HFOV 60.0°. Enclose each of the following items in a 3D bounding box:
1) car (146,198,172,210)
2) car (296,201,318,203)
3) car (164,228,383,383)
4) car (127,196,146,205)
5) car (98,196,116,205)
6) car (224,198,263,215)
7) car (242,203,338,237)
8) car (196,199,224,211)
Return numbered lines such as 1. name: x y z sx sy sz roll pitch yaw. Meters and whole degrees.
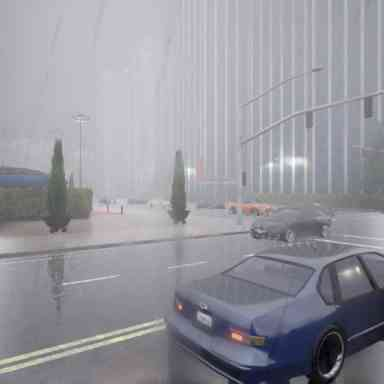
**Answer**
1. car: -3.897 1.525 44.141 1.812 1.442 4.674 0 0 -36
2. car: 10.715 1.526 29.968 1.812 1.442 4.674 0 0 -36
3. car: 2.203 1.547 5.375 5.357 1.411 2.033 0 0 -35
4. car: -9.571 1.477 57.988 1.882 1.535 5.008 0 0 -35
5. car: -15.318 1.509 60.036 2.128 1.511 4.902 0 0 -36
6. car: 5.559 1.352 31.080 2.097 1.767 4.553 0 0 -36
7. car: 4.854 1.505 15.996 4.892 1.490 1.837 0 2 -39
8. car: 2.302 1.563 41.527 1.994 1.385 4.181 0 0 -36
